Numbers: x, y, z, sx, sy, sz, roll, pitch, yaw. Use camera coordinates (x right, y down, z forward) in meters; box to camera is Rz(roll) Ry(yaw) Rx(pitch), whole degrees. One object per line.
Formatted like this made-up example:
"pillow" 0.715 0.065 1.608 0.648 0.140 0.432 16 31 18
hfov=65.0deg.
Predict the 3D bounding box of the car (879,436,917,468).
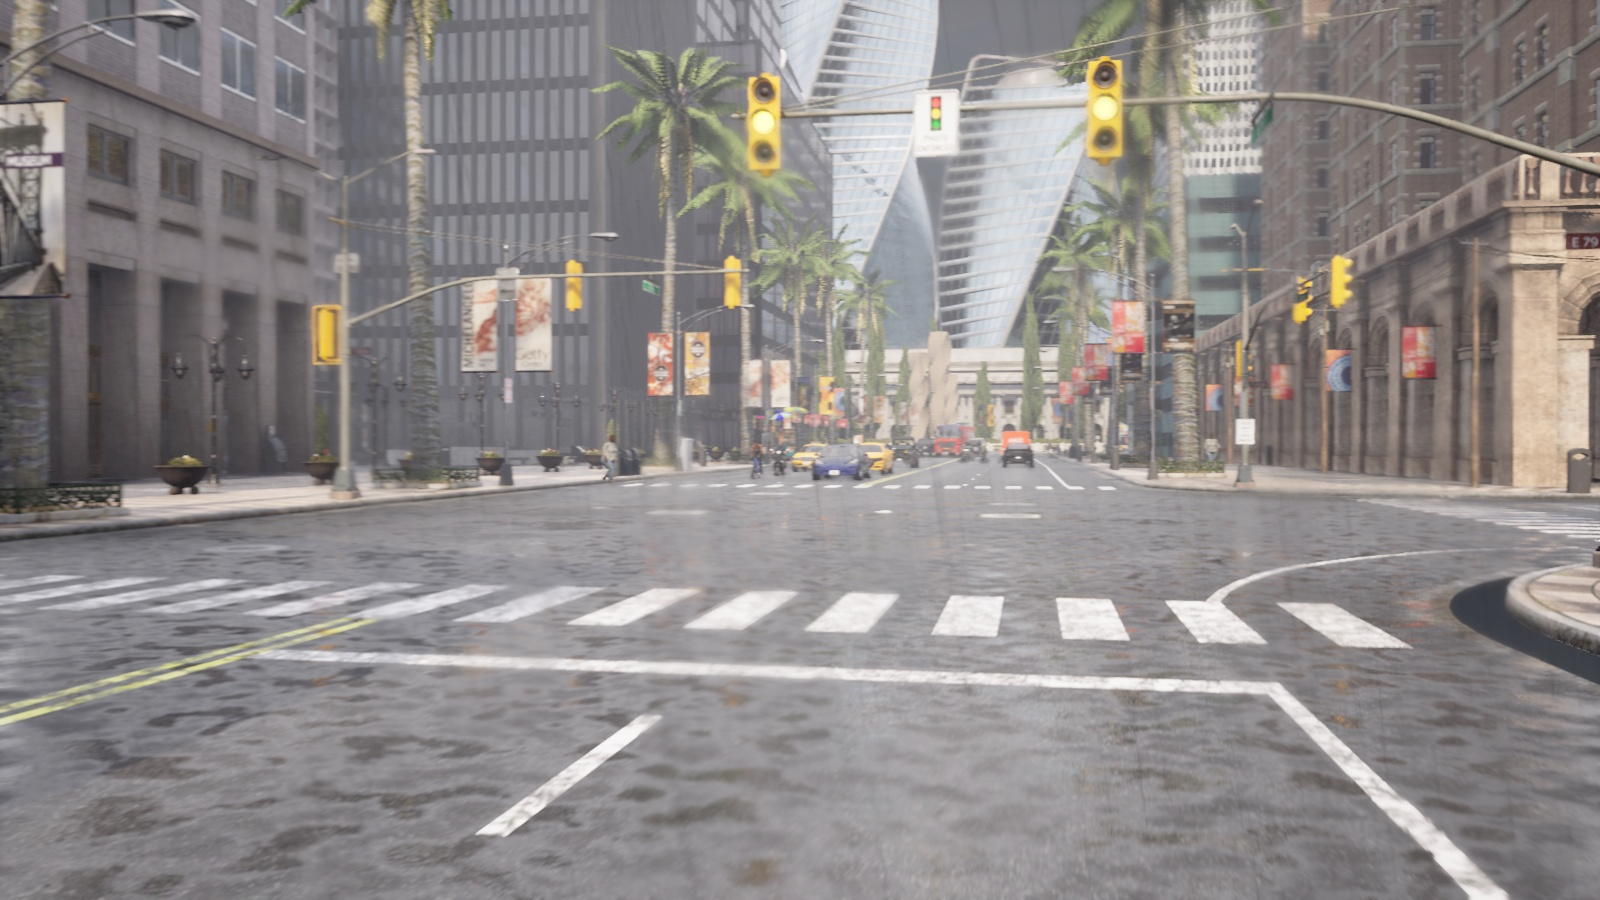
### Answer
"car" 6.011 0.121 76.657 1.905 1.878 3.866 0 0 10

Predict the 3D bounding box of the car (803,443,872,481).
"car" 1.608 0.458 51.466 2.163 1.488 4.792 0 0 10

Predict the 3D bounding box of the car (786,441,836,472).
"car" 0.629 0.310 66.266 1.801 1.575 5.366 0 0 10

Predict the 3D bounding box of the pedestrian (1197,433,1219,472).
"pedestrian" 19.556 0.108 60.228 0.874 1.855 0.900 0 0 11

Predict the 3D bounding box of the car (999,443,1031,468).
"car" 13.418 0.311 78.421 1.882 1.535 5.008 0 0 10

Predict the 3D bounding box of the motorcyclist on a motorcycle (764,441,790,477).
"motorcyclist on a motorcycle" -1.039 0.376 56.675 0.866 1.590 1.817 0 0 10

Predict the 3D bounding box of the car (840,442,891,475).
"car" 3.223 0.387 60.753 1.882 1.535 5.008 0 0 10

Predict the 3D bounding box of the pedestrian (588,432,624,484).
"pedestrian" -6.896 0.275 44.671 0.900 1.855 0.874 0 0 25
